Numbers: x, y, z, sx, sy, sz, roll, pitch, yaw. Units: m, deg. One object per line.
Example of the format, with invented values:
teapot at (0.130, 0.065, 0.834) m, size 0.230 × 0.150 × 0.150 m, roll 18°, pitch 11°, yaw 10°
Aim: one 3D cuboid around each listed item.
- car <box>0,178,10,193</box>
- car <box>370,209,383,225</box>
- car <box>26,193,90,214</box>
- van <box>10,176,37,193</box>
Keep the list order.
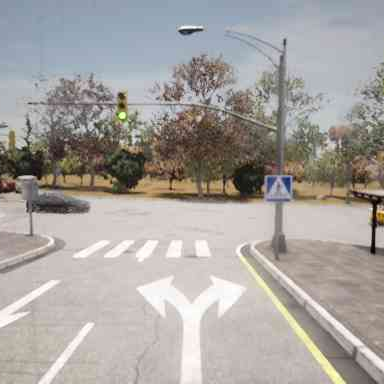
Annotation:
car at (-23.291, -0.937, 41.162) m, size 2.185 × 1.767 × 4.553 m, roll 1°, pitch 5°, yaw -13°
car at (16.190, 1.933, 25.038) m, size 5.008 × 1.535 × 1.882 m, roll 4°, pitch 6°, yaw 2°
car at (-10.595, 0.895, 26.462) m, size 4.892 × 1.490 × 1.837 m, roll 2°, pitch 5°, yaw 5°
van at (-20.322, -0.914, 40.767) m, size 1.878 × 1.987 × 4.442 m, roll 1°, pitch 4°, yaw -14°
